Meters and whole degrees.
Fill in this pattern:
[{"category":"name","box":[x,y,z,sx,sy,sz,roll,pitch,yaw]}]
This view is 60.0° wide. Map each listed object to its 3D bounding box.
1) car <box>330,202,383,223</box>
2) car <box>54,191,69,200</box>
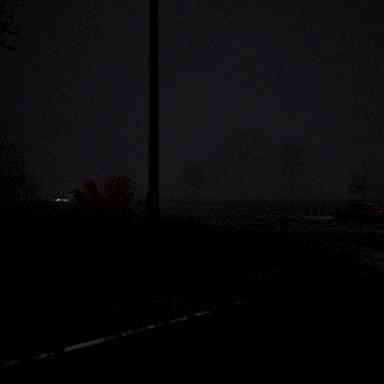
[{"category":"car","box":[12.268,1.421,24.171,1.994,1.385,4.181,-1,1,-35]},{"category":"car","box":[-26.575,0.594,67.473,2.097,1.767,4.553,-1,1,-34]}]
